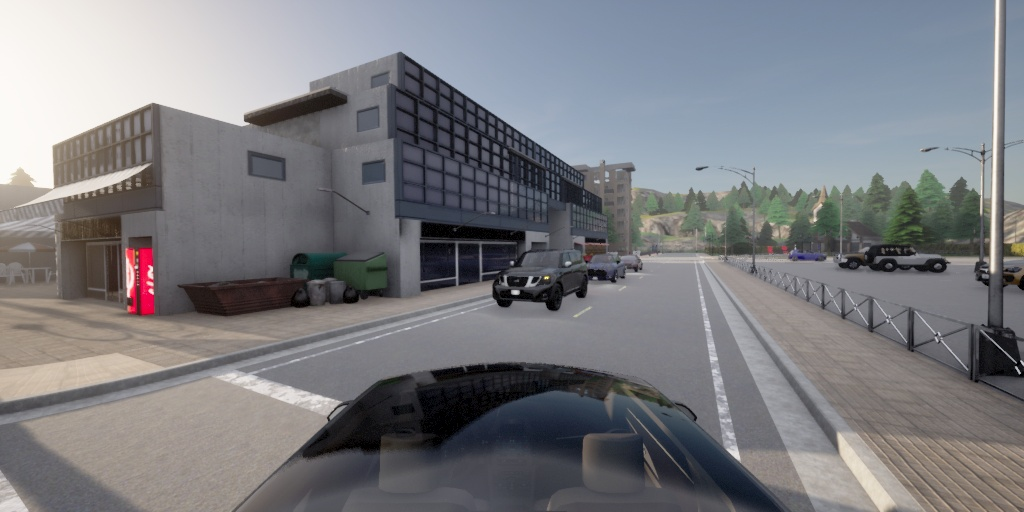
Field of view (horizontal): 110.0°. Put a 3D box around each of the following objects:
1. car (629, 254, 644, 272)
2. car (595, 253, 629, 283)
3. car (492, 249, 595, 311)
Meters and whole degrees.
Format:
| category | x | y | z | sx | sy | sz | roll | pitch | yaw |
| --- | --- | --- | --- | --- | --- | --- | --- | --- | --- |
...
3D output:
| category | x | y | z | sx | sy | sz | roll | pitch | yaw |
| --- | --- | --- | --- | --- | --- | --- | --- | --- | --- |
| car | 10.383 | 0.596 | 31.737 | 1.812 | 1.442 | 4.674 | 0 | 1 | 27 |
| car | 5.774 | 0.652 | 22.601 | 2.097 | 1.767 | 4.553 | 0 | 1 | 27 |
| car | 1.349 | 0.743 | 13.816 | 2.150 | 2.045 | 5.566 | 0 | 1 | 27 |
